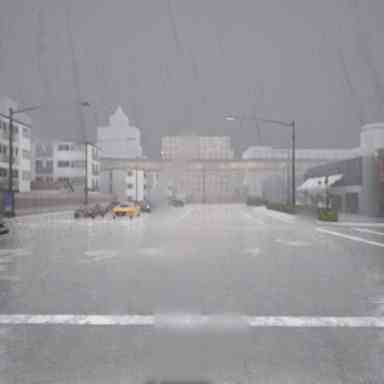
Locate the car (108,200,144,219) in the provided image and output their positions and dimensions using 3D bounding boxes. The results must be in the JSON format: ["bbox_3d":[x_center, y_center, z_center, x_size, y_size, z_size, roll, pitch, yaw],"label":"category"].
[{"bbox_3d":[-6.475,1.793,33.096,1.882,1.535,5.008,0,-1,3],"label":"car"}]

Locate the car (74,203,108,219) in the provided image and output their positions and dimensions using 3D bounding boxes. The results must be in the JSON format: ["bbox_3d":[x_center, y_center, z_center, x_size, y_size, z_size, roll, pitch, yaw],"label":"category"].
[{"bbox_3d":[-9.991,1.838,32.867,1.812,1.442,4.674,0,-1,3],"label":"car"}]

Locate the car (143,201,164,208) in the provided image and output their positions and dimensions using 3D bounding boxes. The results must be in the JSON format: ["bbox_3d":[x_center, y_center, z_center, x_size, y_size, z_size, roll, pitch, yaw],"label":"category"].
[{"bbox_3d":[-7.009,2.249,61.005,1.895,1.301,4.718,0,-1,19],"label":"car"}]

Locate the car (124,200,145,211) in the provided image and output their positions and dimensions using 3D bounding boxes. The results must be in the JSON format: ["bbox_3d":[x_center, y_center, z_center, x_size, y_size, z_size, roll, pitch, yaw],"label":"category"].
[{"bbox_3d":[-8.783,2.033,50.960,1.837,1.490,4.892,0,-1,6],"label":"car"}]

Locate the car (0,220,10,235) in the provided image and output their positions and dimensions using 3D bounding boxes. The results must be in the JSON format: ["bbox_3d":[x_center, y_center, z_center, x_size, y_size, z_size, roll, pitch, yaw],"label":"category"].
[{"bbox_3d":[-11.711,1.683,16.173,5.357,1.411,2.033,0,-1,11],"label":"car"}]

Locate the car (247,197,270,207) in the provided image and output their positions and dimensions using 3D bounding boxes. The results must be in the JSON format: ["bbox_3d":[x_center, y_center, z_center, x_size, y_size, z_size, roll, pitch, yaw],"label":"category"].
[{"bbox_3d":[13.291,1.935,66.466,5.566,2.045,2.150,1,-1,-40],"label":"car"}]

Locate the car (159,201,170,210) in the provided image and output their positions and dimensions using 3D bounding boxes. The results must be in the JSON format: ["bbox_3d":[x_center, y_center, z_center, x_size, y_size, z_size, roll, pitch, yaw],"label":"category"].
[{"bbox_3d":[-5.184,2.141,51.972,1.895,1.301,4.718,0,-1,7],"label":"car"}]

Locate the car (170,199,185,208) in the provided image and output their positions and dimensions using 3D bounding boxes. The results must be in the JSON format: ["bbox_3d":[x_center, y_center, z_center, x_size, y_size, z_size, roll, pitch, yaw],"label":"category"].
[{"bbox_3d":[-2.927,2.164,61.923,1.837,1.490,4.892,0,-1,22],"label":"car"}]

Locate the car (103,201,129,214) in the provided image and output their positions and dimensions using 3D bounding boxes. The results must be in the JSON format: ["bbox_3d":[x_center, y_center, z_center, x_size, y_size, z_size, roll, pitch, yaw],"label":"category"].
[{"bbox_3d":[-9.524,1.947,41.956,1.812,1.442,4.674,0,-1,5],"label":"car"}]

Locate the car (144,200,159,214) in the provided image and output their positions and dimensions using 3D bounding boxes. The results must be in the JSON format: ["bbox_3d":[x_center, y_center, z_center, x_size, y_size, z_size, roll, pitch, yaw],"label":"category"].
[{"bbox_3d":[-5.970,1.774,42.065,2.097,1.767,4.553,0,-1,4],"label":"car"}]
